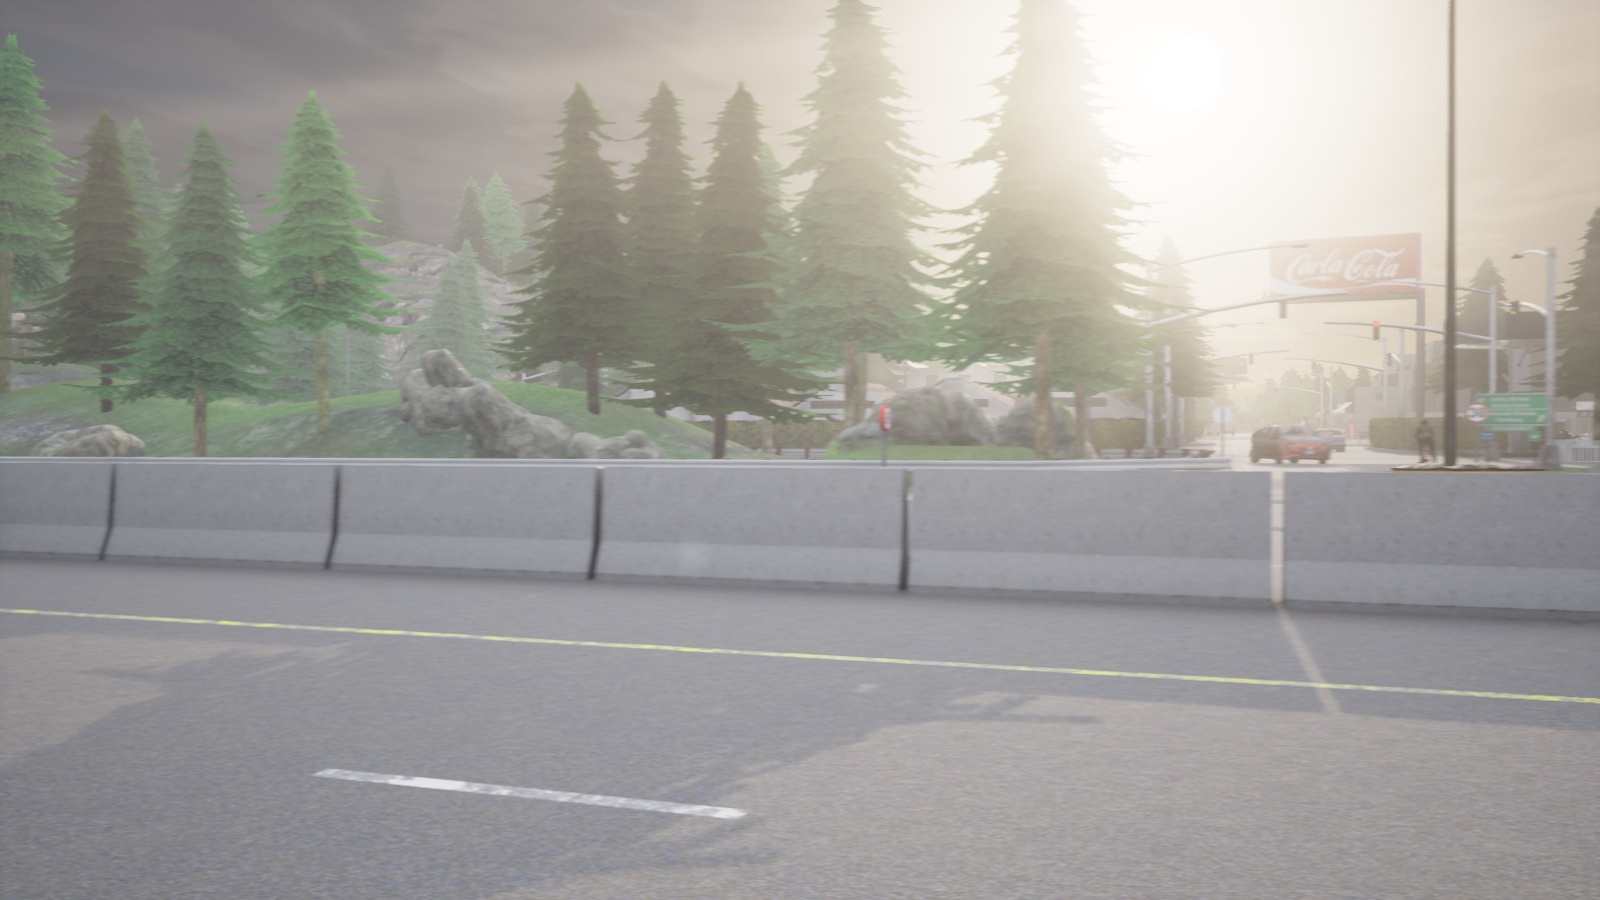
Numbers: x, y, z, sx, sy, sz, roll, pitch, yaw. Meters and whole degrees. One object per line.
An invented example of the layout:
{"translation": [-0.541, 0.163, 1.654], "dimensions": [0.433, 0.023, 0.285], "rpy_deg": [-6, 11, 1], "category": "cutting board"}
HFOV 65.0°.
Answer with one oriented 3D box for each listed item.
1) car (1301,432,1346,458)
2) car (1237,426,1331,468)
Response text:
{"translation": [31.278, -0.335, 75.133], "dimensions": [2.033, 1.411, 5.357], "rpy_deg": [2, 2, 18], "category": "car"}
{"translation": [18.609, -0.111, 48.502], "dimensions": [2.007, 1.525, 4.514], "rpy_deg": [1, 0, 2], "category": "car"}
